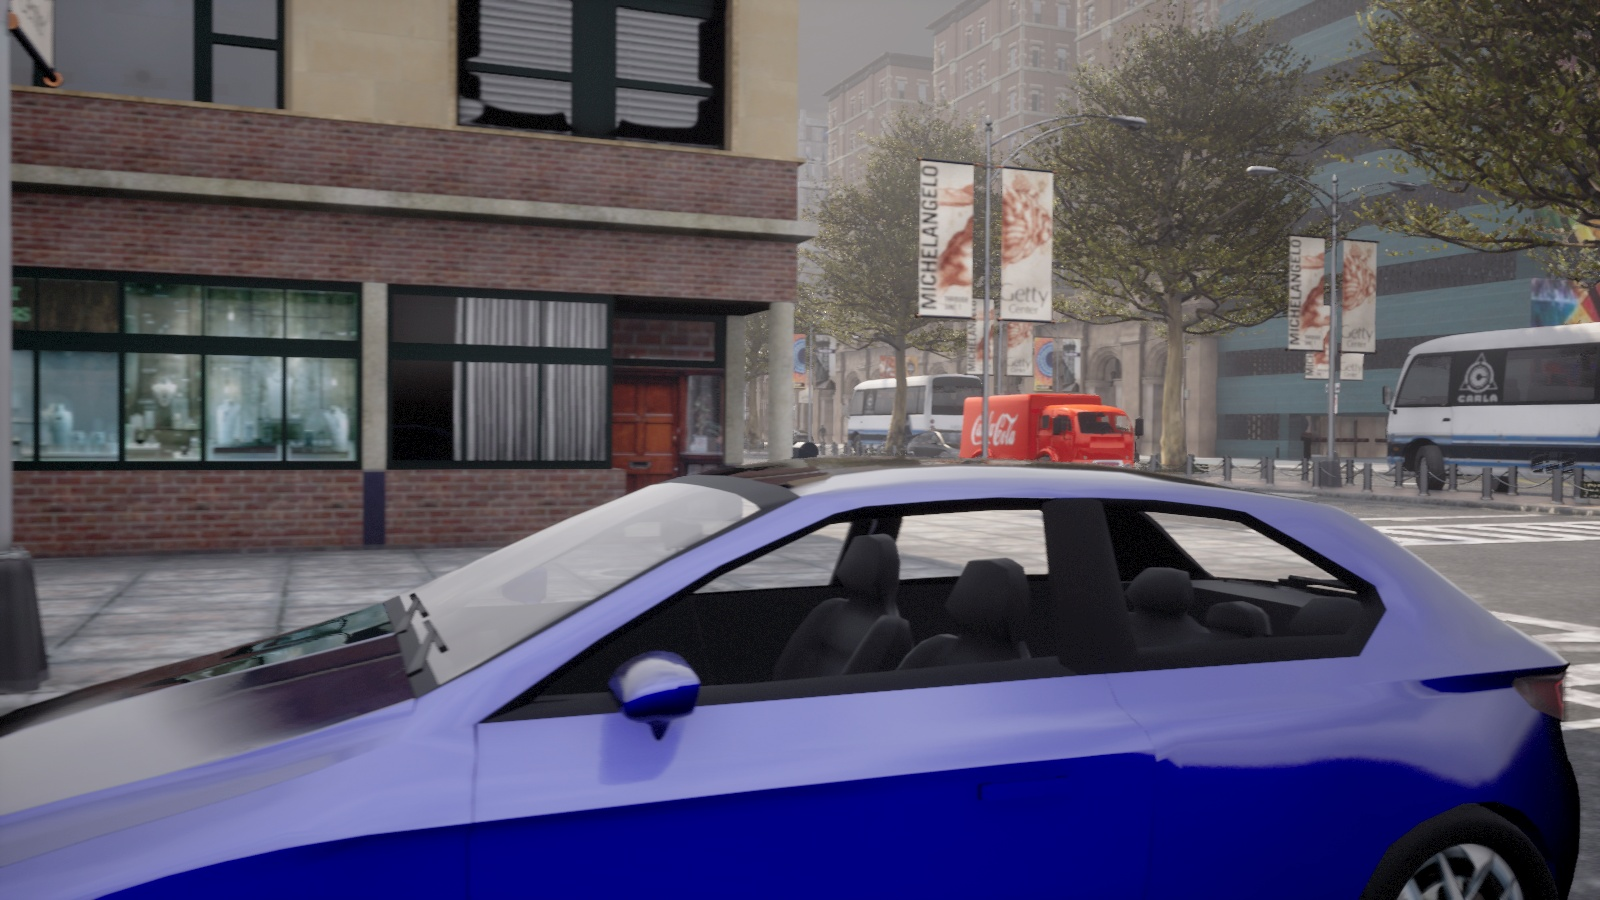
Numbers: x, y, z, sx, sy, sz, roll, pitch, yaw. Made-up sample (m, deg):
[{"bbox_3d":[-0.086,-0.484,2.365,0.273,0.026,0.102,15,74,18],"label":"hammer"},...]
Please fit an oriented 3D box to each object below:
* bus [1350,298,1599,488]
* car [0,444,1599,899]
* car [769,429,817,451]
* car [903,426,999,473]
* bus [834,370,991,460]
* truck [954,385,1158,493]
[{"bbox_3d":[18.934,-1.326,30.715,3.944,4.253,10.273,-1,1,-21],"label":"bus"},{"bbox_3d":[-0.066,0.757,3.214,4.193,1.474,1.816,-1,1,-21],"label":"car"},{"bbox_3d":[-0.553,-0.728,91.262,1.837,1.490,4.892,-1,1,-21],"label":"car"},{"bbox_3d":[5.254,-0.031,44.073,1.789,1.549,3.705,-1,1,-21],"label":"car"},{"bbox_3d":[5.598,-1.741,65.110,3.944,4.253,10.273,-1,1,-21],"label":"bus"},{"bbox_3d":[6.307,-0.299,31.696,2.627,2.467,5.204,-1,1,-21],"label":"truck"}]
